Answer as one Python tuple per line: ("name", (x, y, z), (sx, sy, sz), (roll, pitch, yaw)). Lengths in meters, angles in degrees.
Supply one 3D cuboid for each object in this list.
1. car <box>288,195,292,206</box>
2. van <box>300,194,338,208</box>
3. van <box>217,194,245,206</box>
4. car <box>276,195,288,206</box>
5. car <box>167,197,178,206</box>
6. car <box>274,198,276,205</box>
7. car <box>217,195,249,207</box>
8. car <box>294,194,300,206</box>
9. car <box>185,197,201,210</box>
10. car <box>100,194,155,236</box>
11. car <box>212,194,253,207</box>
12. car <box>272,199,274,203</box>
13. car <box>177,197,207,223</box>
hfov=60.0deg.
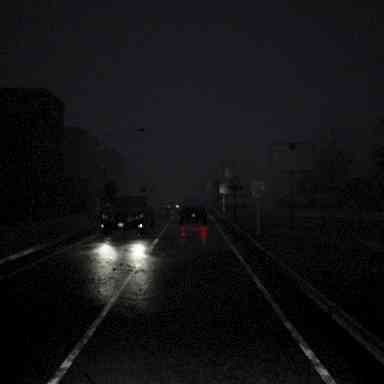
("car", (18.688, 1.515, 53.228), (5.366, 1.575, 1.946), (0, -1, 0))
("van", (18.430, 1.210, 47.774), (4.442, 1.987, 1.878), (0, -1, 0))
("van", (6.342, 1.311, 54.280), (4.442, 1.987, 1.878), (0, -1, 0))
("car", (18.428, 1.381, 58.948), (5.566, 2.045, 2.435), (0, -2, -1))
("car", (-3.361, 1.694, 60.379), (1.882, 1.535, 5.008), (0, -1, 0))
("car", (18.415, 1.704, 61.733), (4.892, 1.521, 2.231), (0, -2, -1))
("car", (6.281, 1.357, 51.241), (4.553, 1.767, 2.185), (0, -1, 0))
("car", (18.709, 1.472, 50.567), (5.366, 1.575, 1.946), (0, -1, 0))
("car", (0.079, 1.406, 41.433), (1.837, 1.490, 4.892), (0, 0, 0))
("car", (-3.351, 1.165, 18.373), (2.150, 2.045, 5.566), (0, 0, 0))
("car", (6.089, 1.439, 48.320), (5.366, 1.575, 1.946), (0, -1, 0))
("car", (18.359, 1.523, 64.408), (5.566, 2.045, 2.435), (0, -2, -1))
("car", (0.098, 1.399, 24.839), (1.882, 1.535, 5.008), (0, 1, 0))
